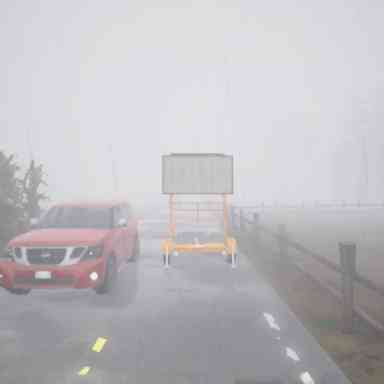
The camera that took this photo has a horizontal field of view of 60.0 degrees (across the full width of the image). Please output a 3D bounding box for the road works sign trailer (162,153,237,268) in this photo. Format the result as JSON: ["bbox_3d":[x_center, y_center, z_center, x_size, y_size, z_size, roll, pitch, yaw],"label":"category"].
[{"bbox_3d":[0.189,0.485,11.375,2.380,3.560,2.880,0,0,-2],"label":"road works sign trailer"}]

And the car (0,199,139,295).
[{"bbox_3d":[-2.838,1.235,9.116,2.150,2.045,5.566,0,0,0],"label":"car"}]

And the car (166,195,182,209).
[{"bbox_3d":[-2.773,1.541,52.318,2.150,2.045,5.566,0,0,0],"label":"car"}]
